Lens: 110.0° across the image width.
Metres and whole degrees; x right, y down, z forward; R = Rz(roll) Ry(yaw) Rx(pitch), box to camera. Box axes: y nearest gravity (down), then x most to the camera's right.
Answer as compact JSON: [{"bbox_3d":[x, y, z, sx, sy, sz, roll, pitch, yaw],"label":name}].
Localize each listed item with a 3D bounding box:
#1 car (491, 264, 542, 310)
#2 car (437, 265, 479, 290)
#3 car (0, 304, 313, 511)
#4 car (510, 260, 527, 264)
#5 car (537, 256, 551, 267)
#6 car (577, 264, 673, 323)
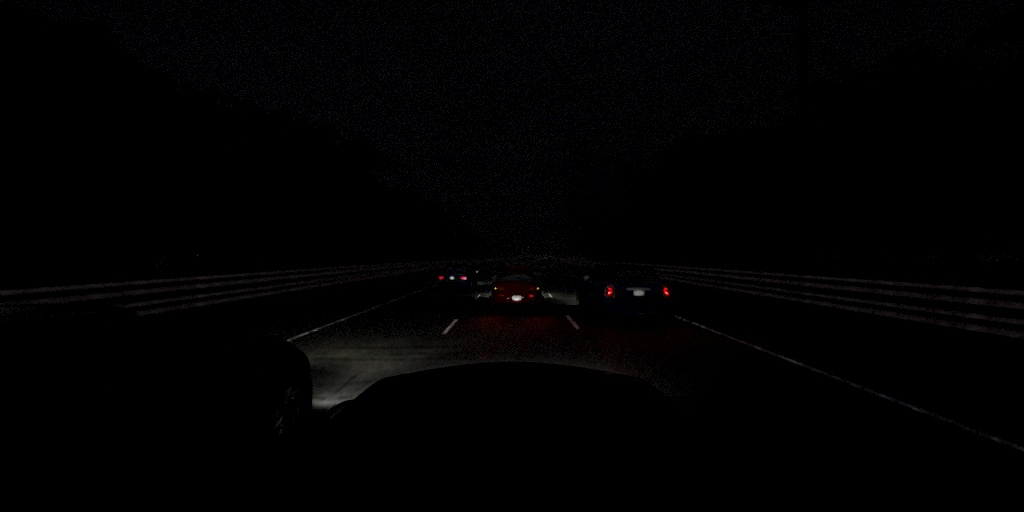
[{"bbox_3d":[0.189,1.224,14.261,1.812,1.442,4.674,0,0,1],"label":"car"},{"bbox_3d":[-3.181,1.223,21.853,2.033,1.411,5.357,0,0,1],"label":"car"},{"bbox_3d":[-3.383,1.098,2.357,2.097,1.767,4.553,0,0,0],"label":"car"},{"bbox_3d":[0.620,1.138,33.069,1.882,1.535,5.008,0,0,2],"label":"car"},{"bbox_3d":[5.370,1.181,62.014,2.128,1.511,4.902,0,0,4],"label":"car"},{"bbox_3d":[3.566,1.058,12.124,2.097,1.767,4.553,0,0,1],"label":"car"}]
